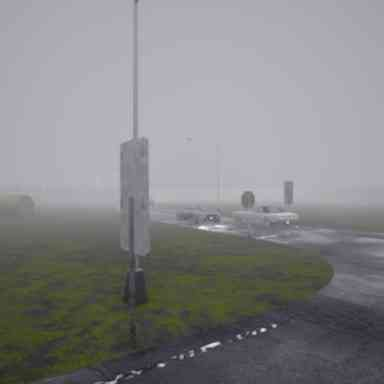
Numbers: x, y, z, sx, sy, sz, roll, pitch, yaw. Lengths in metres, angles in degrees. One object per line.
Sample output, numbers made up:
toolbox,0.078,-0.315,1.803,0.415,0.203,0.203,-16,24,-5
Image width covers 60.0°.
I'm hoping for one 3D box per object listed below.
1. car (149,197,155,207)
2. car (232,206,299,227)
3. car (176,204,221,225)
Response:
car,-6.942,1.584,52.523,1.837,1.490,4.892,0,0,-12
car,4.858,1.617,22.817,1.895,1.301,4.718,-1,0,-32
car,0.404,1.616,24.720,1.994,1.385,4.181,-1,0,-28
